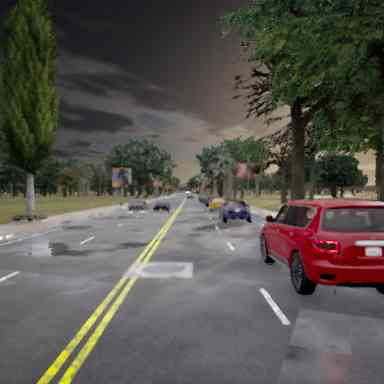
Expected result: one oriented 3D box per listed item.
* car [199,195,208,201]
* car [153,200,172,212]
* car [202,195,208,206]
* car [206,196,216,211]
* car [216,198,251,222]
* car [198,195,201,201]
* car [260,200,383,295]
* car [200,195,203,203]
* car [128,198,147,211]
[{"bbox_3d":[2.836,1.600,84.658,2.163,1.488,4.792,0,0,-1],"label":"car"},{"bbox_3d":[-3.443,1.636,38.819,1.895,1.301,4.718,0,0,0],"label":"car"},{"bbox_3d":[3.085,1.484,51.612,2.033,1.649,4.856,0,0,0],"label":"car"},{"bbox_3d":[3.142,1.516,40.607,1.882,1.535,5.008,0,0,0],"label":"car"},{"bbox_3d":[3.299,1.374,26.339,2.097,1.767,4.553,0,0,0],"label":"car"},{"bbox_3d":[2.932,1.433,73.593,2.097,1.767,4.553,0,0,0],"label":"car"},{"bbox_3d":[3.342,1.221,8.805,2.150,2.045,5.566,0,-1,0],"label":"car"},{"bbox_3d":[3.014,1.571,62.617,1.837,1.490,4.892,0,0,0],"label":"car"},{"bbox_3d":[-6.700,1.543,41.487,1.837,1.490,4.892,0,0,0],"label":"car"}]
